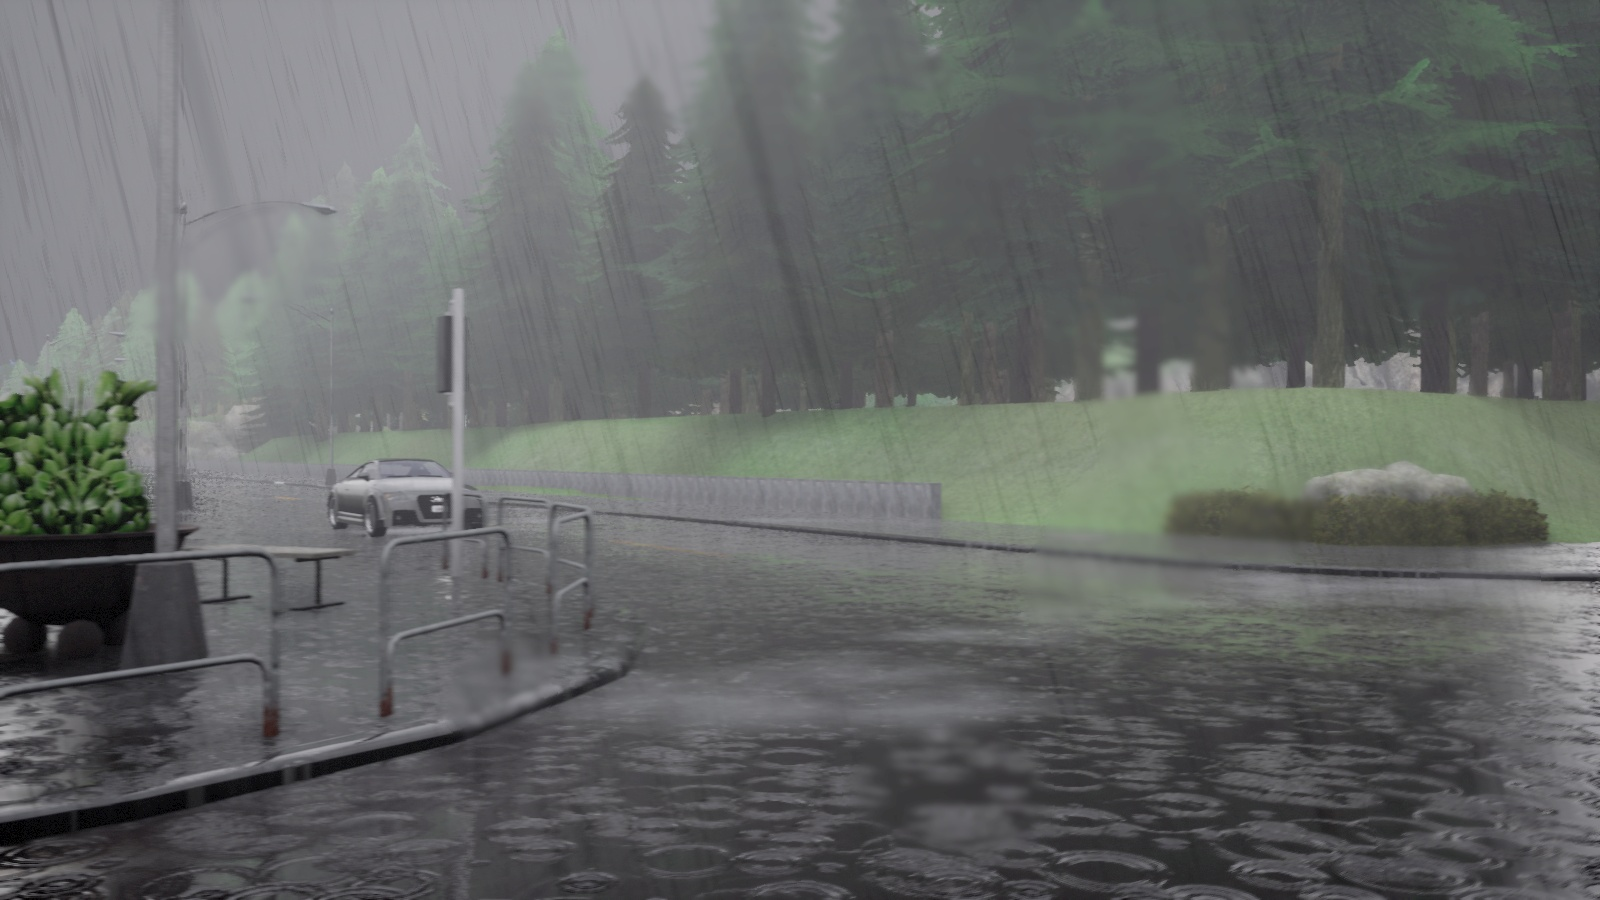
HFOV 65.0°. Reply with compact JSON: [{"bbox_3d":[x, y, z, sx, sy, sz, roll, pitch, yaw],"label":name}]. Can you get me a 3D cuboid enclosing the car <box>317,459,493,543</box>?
[{"bbox_3d":[-7.492,0.881,23.552,1.994,1.385,4.181,0,0,-35],"label":"car"}]
